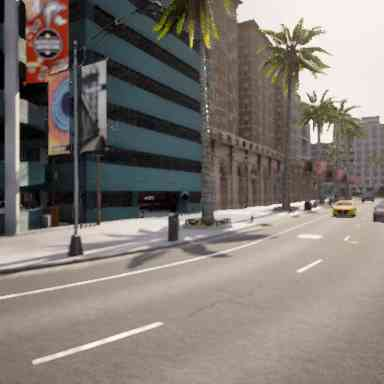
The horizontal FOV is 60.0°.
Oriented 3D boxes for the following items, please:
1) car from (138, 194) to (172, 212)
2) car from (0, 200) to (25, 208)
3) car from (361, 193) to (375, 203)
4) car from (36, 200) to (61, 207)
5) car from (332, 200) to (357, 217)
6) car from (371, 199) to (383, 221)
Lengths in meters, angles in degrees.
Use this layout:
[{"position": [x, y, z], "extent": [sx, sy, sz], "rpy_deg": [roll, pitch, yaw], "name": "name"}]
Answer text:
[{"position": [-4.577, 1.312, 41.111], "extent": [2.435, 2.045, 5.566], "rpy_deg": [-1, 0, 30], "name": "car"}, {"position": [-30.700, 1.968, 56.060], "extent": [2.161, 1.482, 4.786], "rpy_deg": [-1, 0, 30], "name": "car"}, {"position": [35.960, 1.224, 67.936], "extent": [2.150, 2.045, 5.566], "rpy_deg": [-1, 0, 30], "name": "car"}, {"position": [-20.924, 1.912, 49.801], "extent": [1.895, 1.301, 4.718], "rpy_deg": [-1, 0, 30], "name": "car"}, {"position": [14.980, 1.572, 32.501], "extent": [1.882, 1.535, 5.008], "rpy_deg": [-1, 0, 31], "name": "car"}, {"position": [15.908, 1.582, 27.177], "extent": [1.812, 1.442, 4.674], "rpy_deg": [-1, 0, 30], "name": "car"}]
